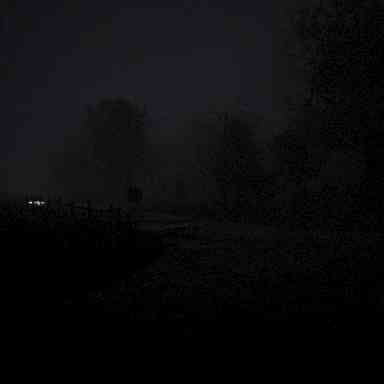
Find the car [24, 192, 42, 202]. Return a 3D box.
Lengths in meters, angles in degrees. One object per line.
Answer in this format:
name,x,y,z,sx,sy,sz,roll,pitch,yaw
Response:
car,-24.821,0.756,51.852,1.994,1.385,4.181,-1,1,-36
